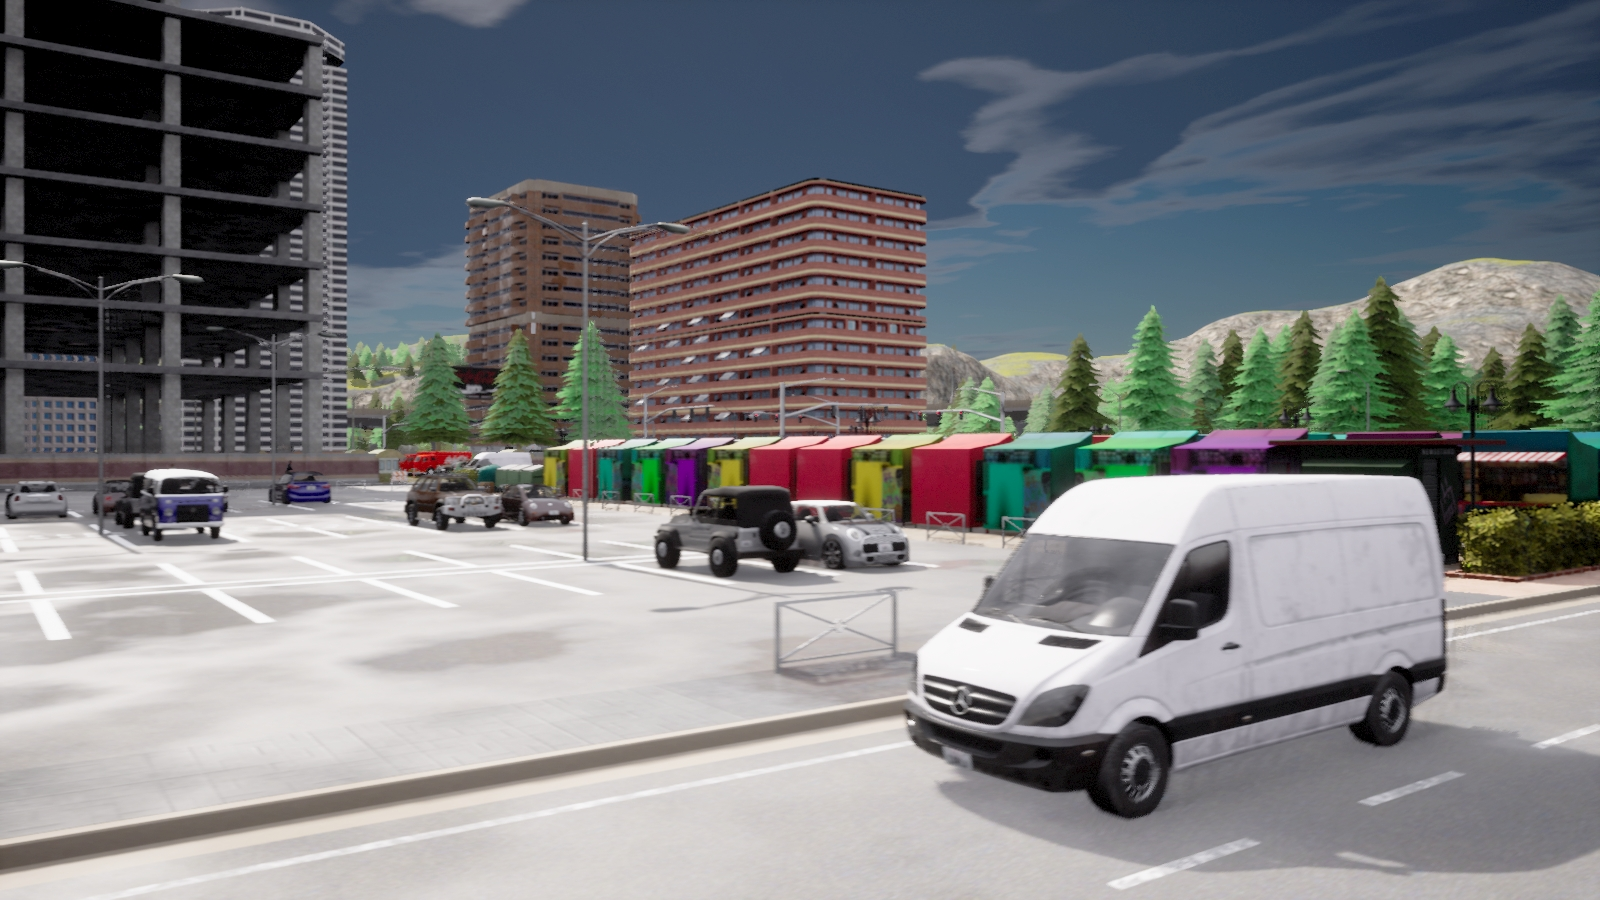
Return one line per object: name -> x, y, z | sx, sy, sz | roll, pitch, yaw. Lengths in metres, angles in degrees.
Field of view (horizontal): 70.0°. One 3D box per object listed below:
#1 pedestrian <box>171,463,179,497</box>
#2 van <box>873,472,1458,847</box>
pedestrian -> -34.581, 1.636, 63.212 | 0.375, 1.860, 0.375 | 0, 0, -38
van -> 3.616, 1.533, 10.597 | 5.915, 2.561, 1.988 | 0, 0, -35
